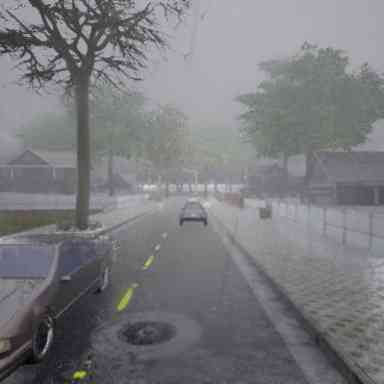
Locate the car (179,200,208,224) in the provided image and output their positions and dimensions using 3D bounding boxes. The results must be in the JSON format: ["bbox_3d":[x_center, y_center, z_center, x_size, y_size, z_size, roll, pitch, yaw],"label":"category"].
[{"bbox_3d":[0.098,1.512,24.377,1.994,1.385,4.181,0,0,0],"label":"car"}]

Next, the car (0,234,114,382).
[{"bbox_3d":[-2.845,1.537,6.054,2.033,1.411,5.357,0,0,0],"label":"car"}]

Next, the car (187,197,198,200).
[{"bbox_3d":[0.102,1.406,42.318,1.812,1.442,4.674,0,0,0],"label":"car"}]
